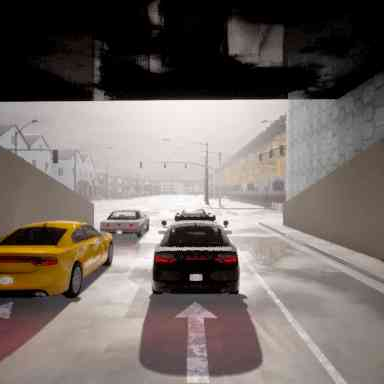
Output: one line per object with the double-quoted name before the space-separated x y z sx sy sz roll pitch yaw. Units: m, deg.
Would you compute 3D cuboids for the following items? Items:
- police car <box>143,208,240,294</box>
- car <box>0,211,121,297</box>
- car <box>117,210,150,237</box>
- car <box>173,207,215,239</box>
"police car" 0.084 1.425 8.932 1.930 1.638 5.238 0 0 0
"car" -3.412 1.478 8.606 1.882 1.535 5.008 0 0 0
"car" -3.410 1.601 17.848 1.895 1.301 4.718 0 0 0
"car" 0.088 1.564 17.894 1.994 1.385 4.181 0 0 0
